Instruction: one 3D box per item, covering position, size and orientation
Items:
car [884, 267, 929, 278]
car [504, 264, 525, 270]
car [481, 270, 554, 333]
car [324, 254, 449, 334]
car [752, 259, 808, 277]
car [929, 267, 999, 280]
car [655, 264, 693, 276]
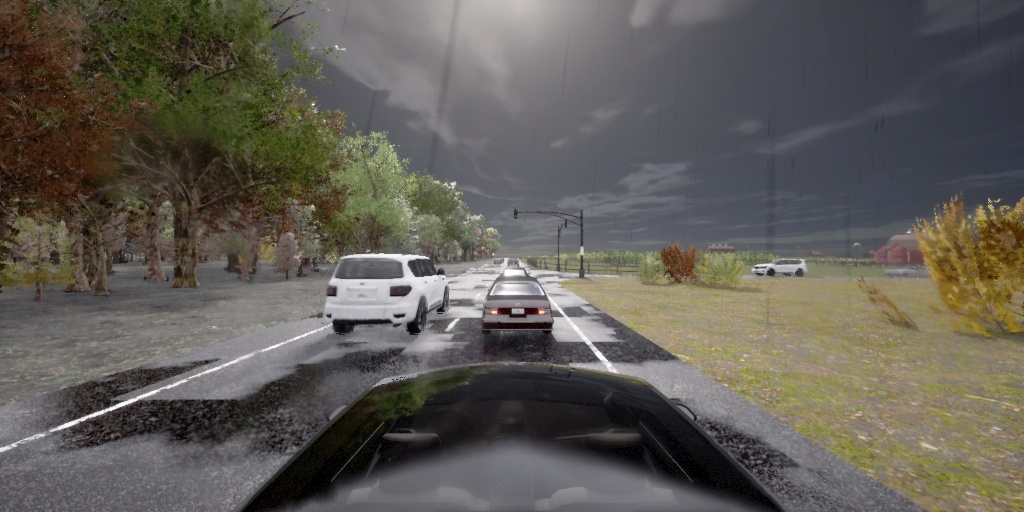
[{"bbox_3d":[46.523,1.916,41.806,4.718,1.301,1.895,1,-1,1],"label":"car"},{"bbox_3d":[0.145,1.318,19.886,1.994,1.385,4.181,0,0,0],"label":"car"},{"bbox_3d":[0.122,1.300,10.646,2.033,1.411,5.357,0,0,0],"label":"car"},{"bbox_3d":[-3.380,0.973,10.779,2.150,2.045,5.566,0,0,0],"label":"car"},{"bbox_3d":[31.324,1.371,41.954,5.566,2.045,2.150,1,-1,0],"label":"car"},{"bbox_3d":[48.672,1.826,38.219,5.357,1.411,2.033,1,-1,1],"label":"car"},{"bbox_3d":[18.931,1.577,42.033,4.181,1.385,1.994,1,-1,0],"label":"car"}]
